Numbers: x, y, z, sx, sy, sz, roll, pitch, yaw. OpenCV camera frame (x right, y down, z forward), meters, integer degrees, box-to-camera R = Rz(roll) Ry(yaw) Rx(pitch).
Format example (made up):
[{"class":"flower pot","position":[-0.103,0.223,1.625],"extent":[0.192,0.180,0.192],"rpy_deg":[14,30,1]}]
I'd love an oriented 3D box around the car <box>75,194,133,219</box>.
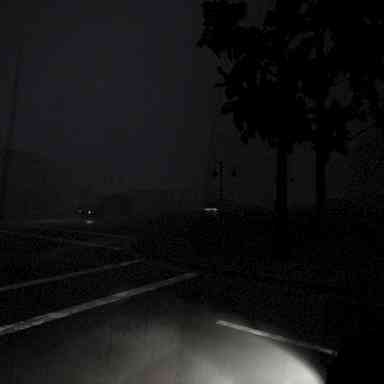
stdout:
[{"class":"car","position":[-7.768,1.218,30.026],"extent":[2.150,2.045,5.566],"rpy_deg":[0,1,35]}]

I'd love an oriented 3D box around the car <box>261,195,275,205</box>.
[{"class":"car","position":[13.856,1.347,60.760],"extent":[2.097,1.767,4.553],"rpy_deg":[0,0,7]}]

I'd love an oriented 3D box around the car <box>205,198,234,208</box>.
[{"class":"car","position":[3.991,1.548,47.266],"extent":[2.033,1.411,5.357],"rpy_deg":[0,0,35]}]

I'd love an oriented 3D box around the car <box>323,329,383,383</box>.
[{"class":"car","position":[2.915,1.564,1.894],"extent":[4.181,1.385,1.994],"rpy_deg":[0,0,36]}]
